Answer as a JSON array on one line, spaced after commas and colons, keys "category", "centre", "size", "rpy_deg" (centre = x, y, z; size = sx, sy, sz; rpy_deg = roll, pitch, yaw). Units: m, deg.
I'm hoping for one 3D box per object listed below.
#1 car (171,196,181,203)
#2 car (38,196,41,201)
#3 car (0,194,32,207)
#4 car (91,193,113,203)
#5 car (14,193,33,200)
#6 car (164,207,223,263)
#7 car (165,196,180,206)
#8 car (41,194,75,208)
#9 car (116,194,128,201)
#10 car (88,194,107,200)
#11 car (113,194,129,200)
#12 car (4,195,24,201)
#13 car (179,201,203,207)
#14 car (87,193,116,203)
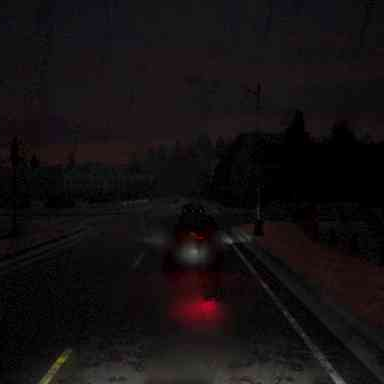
[{"category": "car", "centre": [-3.487, 1.572, 72.709], "size": [1.812, 1.442, 4.674], "rpy_deg": [0, 0, 0]}, {"category": "car", "centre": [-35.035, 1.171, 81.225], "size": [4.605, 1.855, 1.932], "rpy_deg": [0, 0, 0]}, {"category": "car", "centre": [-24.799, 1.434, 46.781], "size": [3.806, 1.475, 1.970], "rpy_deg": [0, 0, 0]}, {"category": "car", "centre": [-17.652, 1.139, 65.290], "size": [3.866, 1.878, 1.905], "rpy_deg": [0, 0, 0]}, {"category": "car", "centre": [-42.903, 1.153, 84.512], "size": [3.866, 1.878, 1.905], "rpy_deg": [0, 0, 0]}, {"category": "car", "centre": [0.066, 1.513, 12.010], "size": [1.837, 1.490, 4.892], "rpy_deg": [0, 0, 0]}, {"category": "car", "centre": [-3.546, 1.532, 57.534], "size": [2.128, 1.511, 4.902], "rpy_deg": [0, 0, 0]}, {"category": "car", "centre": [-17.378, 1.421, 43.801], "size": [3.633, 1.501, 1.845], "rpy_deg": [0, 0, 0]}, {"category": "car", "centre": [-17.651, 1.225, 78.085], "size": [5.027, 1.636, 2.152], "rpy_deg": [0, 0, 0]}, {"category": "car", "centre": [-25.023, 1.376, 88.165], "size": [4.514, 1.523, 2.007], "rpy_deg": [0, 0, 0]}, {"category": "car", "centre": [-17.974, 1.308, 84.502], "size": [3.806, 1.475, 1.970], "rpy_deg": [0, 0, 0]}, {"category": "car", "centre": [-43.514, 1.435, 81.187], "size": [3.806, 1.475, 1.970], "rpy_deg": [0, 0, 0]}, {"category": "car", "centre": [0.086, 1.627, 29.821], "size": [1.895, 1.301, 4.718], "rpy_deg": [0, 0, 0]}, {"category": "car", "centre": [-17.240, 1.157, 62.385], "size": [4.605, 1.855, 1.932], "rpy_deg": [0, 0, 0]}]
